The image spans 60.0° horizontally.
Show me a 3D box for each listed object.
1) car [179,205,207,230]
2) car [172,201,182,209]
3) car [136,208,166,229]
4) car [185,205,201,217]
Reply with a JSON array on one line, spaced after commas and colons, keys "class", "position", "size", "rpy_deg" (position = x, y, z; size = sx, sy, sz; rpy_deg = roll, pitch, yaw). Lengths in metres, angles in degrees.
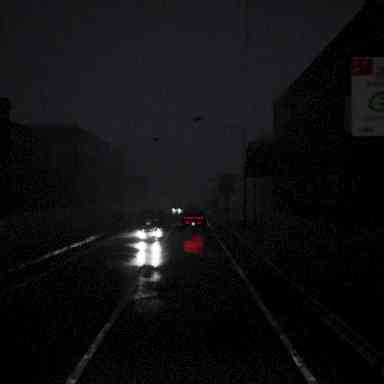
[{"class": "car", "position": [0.096, 2.016, 25.566], "size": [1.837, 1.490, 4.892], "rpy_deg": [0, -1, 0]}, {"class": "car", "position": [-3.018, 2.634, 66.979], "size": [2.128, 1.511, 4.902], "rpy_deg": [0, -1, 0]}, {"class": "car", "position": [-3.103, 2.006, 25.957], "size": [2.128, 1.511, 4.902], "rpy_deg": [0, -1, 0]}, {"class": "car", "position": [0.093, 2.349, 42.367], "size": [1.994, 1.385, 4.181], "rpy_deg": [0, -1, 0]}]
